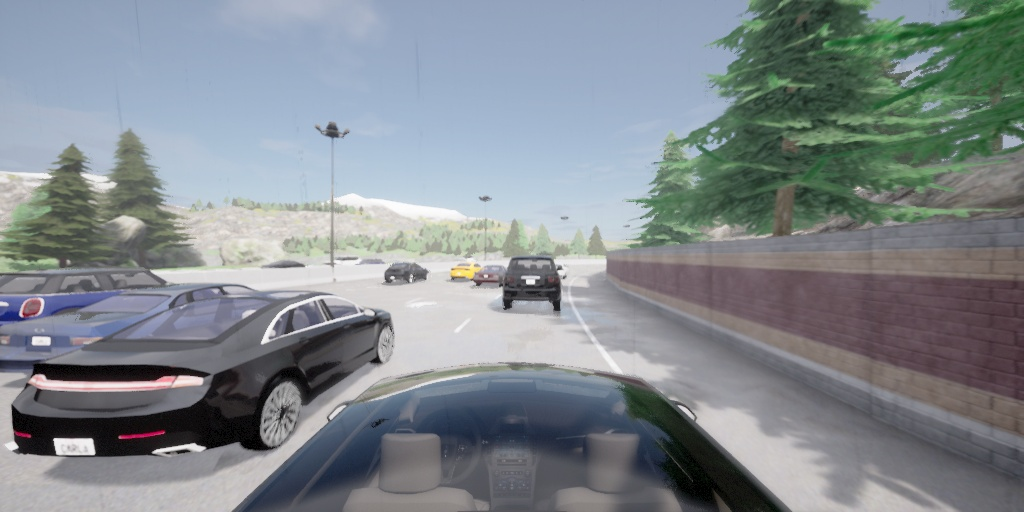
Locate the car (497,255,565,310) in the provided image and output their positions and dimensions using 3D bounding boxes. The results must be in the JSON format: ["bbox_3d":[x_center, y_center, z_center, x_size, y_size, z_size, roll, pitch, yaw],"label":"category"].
[{"bbox_3d":[0.927,0.989,15.033,2.150,2.045,5.566,0,0,6],"label":"car"}]

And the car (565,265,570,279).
[{"bbox_3d":[4.209,1.321,33.028,1.812,1.442,4.674,0,0,14],"label":"car"}]

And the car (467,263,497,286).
[{"bbox_3d":[-1.180,1.317,24.935,2.033,1.411,5.357,0,0,10],"label":"car"}]

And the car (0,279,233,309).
[{"bbox_3d":[-6.690,1.283,7.701,2.033,1.411,5.357,0,0,3],"label":"car"}]

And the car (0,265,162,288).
[{"bbox_3d":[-10.063,1.078,9.109,2.097,1.767,4.553,0,0,3],"label":"car"}]

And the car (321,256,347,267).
[{"bbox_3d":[-21.529,0.952,45.678,2.150,2.045,5.566,0,0,16],"label":"car"}]

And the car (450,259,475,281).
[{"bbox_3d":[-3.601,1.246,30.379,1.882,1.535,5.008,0,0,12],"label":"car"}]

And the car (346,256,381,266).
[{"bbox_3d":[-18.020,1.089,45.125,2.097,1.767,4.553,0,0,17],"label":"car"}]

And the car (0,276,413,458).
[{"bbox_3d":[-3.259,1.235,5.144,2.128,1.511,4.902,0,0,1],"label":"car"}]

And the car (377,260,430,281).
[{"bbox_3d":[-7.823,1.256,27.144,1.837,1.490,4.892,0,0,11],"label":"car"}]

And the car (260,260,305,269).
[{"bbox_3d":[-26.352,1.186,41.301,1.882,1.535,5.008,0,0,15],"label":"car"}]
